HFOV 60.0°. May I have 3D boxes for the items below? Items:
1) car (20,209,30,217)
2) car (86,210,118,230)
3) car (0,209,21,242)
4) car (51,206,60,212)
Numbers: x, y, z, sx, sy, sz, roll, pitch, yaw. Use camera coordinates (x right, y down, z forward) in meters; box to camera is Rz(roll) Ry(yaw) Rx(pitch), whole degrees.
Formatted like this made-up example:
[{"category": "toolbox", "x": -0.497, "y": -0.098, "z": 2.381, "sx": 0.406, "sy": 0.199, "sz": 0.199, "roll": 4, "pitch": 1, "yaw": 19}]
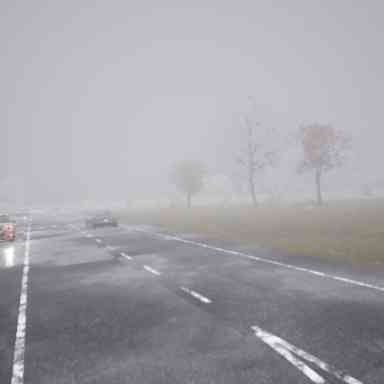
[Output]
[{"category": "car", "x": -29.923, "y": 3.667, "z": 58.841, "sx": 2.033, "sy": 1.411, "sz": 5.357, "roll": -3, "pitch": 0, "yaw": -20}, {"category": "car", "x": -7.408, "y": 2.202, "z": 27.029, "sx": 1.994, "sy": 1.385, "sz": 4.181, "roll": -3, "pitch": -1, "yaw": -26}, {"category": "car", "x": -12.096, "y": 2.185, "z": 20.619, "sx": 2.097, "sy": 1.767, "sz": 4.553, "roll": -3, "pitch": -1, "yaw": -26}, {"category": "car", "x": -32.606, "y": 3.989, "z": 79.338, "sx": 2.033, "sy": 1.411, "sz": 5.357, "roll": -3, "pitch": -1, "yaw": -26}]
